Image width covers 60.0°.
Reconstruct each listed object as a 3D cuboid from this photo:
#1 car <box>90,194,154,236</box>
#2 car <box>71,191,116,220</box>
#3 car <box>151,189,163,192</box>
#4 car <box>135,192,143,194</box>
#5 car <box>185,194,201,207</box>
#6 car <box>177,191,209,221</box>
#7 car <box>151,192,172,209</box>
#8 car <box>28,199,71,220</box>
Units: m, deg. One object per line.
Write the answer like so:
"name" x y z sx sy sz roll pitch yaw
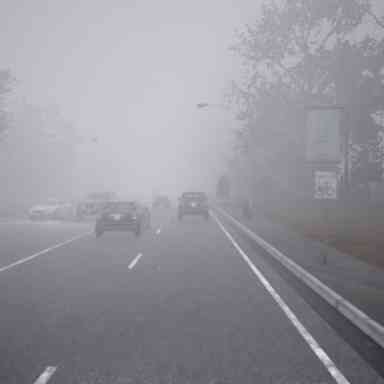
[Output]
"car" -3.405 1.164 17.198 2.097 1.767 4.553 0 1 0
"car" -7.103 0.942 25.672 2.150 2.045 5.566 0 1 0
"car" -7.019 0.413 66.906 2.150 2.045 5.566 0 1 0
"car" -10.519 0.764 65.876 1.994 1.385 4.181 0 1 0
"car" 0.091 1.022 41.779 1.882 1.535 5.008 0 1 0
"car" 0.094 0.953 24.601 2.150 2.045 5.566 0 1 0
"car" -3.409 1.090 38.143 1.837 1.490 4.892 0 1 0
"car" -10.601 1.250 25.269 1.812 1.442 4.674 0 1 0
